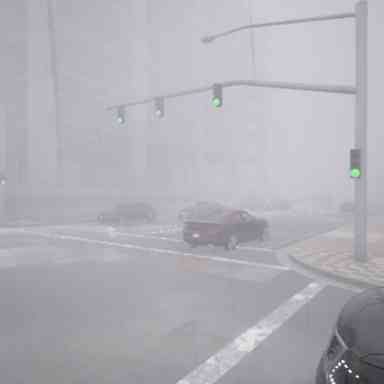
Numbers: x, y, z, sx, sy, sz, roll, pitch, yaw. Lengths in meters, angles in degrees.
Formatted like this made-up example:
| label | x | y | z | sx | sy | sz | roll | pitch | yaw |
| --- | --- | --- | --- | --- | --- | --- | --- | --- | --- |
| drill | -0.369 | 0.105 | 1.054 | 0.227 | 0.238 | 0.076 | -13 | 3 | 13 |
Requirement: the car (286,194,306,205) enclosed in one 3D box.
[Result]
| label | x | y | z | sx | sy | sz | roll | pitch | yaw |
| --- | --- | --- | --- | --- | --- | --- | --- | --- | --- |
| car | 17.099 | 1.349 | 53.239 | 1.895 | 1.301 | 4.718 | 0 | 0 | 36 |

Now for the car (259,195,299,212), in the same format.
| label | x | y | z | sx | sy | sz | roll | pitch | yaw |
| --- | --- | --- | --- | --- | --- | --- | --- | --- | --- |
| car | 9.891 | 1.449 | 37.595 | 2.128 | 1.511 | 4.902 | 0 | 0 | 36 |

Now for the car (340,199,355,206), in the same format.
| label | x | y | z | sx | sy | sz | roll | pitch | yaw |
| --- | --- | --- | --- | --- | --- | --- | --- | --- | --- |
| car | 17.135 | 1.517 | 35.488 | 1.812 | 1.442 | 4.674 | 0 | 0 | 36 |

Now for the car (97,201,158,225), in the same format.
| label | x | y | z | sx | sy | sz | roll | pitch | yaw |
| --- | --- | --- | --- | --- | --- | --- | --- | --- | --- |
| car | -4.529 | 1.450 | 23.794 | 1.837 | 1.490 | 4.892 | 0 | 1 | 36 |

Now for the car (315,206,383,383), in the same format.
| label | x | y | z | sx | sy | sz | roll | pitch | yaw |
| --- | --- | --- | --- | --- | --- | --- | --- | --- | --- |
| car | 3.489 | 1.229 | 1.477 | 5.566 | 2.045 | 2.150 | 0 | 0 | 36 |

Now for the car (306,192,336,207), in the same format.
| label | x | y | z | sx | sy | sz | roll | pitch | yaw |
| --- | --- | --- | --- | --- | --- | --- | --- | --- | --- |
| car | 19.926 | 1.093 | 51.174 | 2.150 | 2.045 | 5.566 | 0 | 0 | 36 |

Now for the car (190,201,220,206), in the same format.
| label | x | y | z | sx | sy | sz | roll | pitch | yaw |
| --- | --- | --- | --- | --- | --- | --- | --- | --- | --- |
| car | 0.860 | 1.449 | 25.240 | 2.128 | 1.511 | 4.902 | 0 | 0 | 36 |

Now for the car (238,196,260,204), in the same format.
| label | x | y | z | sx | sy | sz | roll | pitch | yaw |
| --- | --- | --- | --- | --- | --- | --- | --- | --- | --- |
| car | 7.220 | 1.300 | 39.869 | 2.097 | 1.767 | 4.553 | 0 | 0 | 36 |

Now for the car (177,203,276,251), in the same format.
| label | x | y | z | sx | sy | sz | roll | pitch | yaw |
| --- | --- | --- | --- | --- | --- | --- | --- | --- | --- |
| car | 1.607 | 1.460 | 14.221 | 1.882 | 1.535 | 5.008 | 0 | 0 | 36 |
